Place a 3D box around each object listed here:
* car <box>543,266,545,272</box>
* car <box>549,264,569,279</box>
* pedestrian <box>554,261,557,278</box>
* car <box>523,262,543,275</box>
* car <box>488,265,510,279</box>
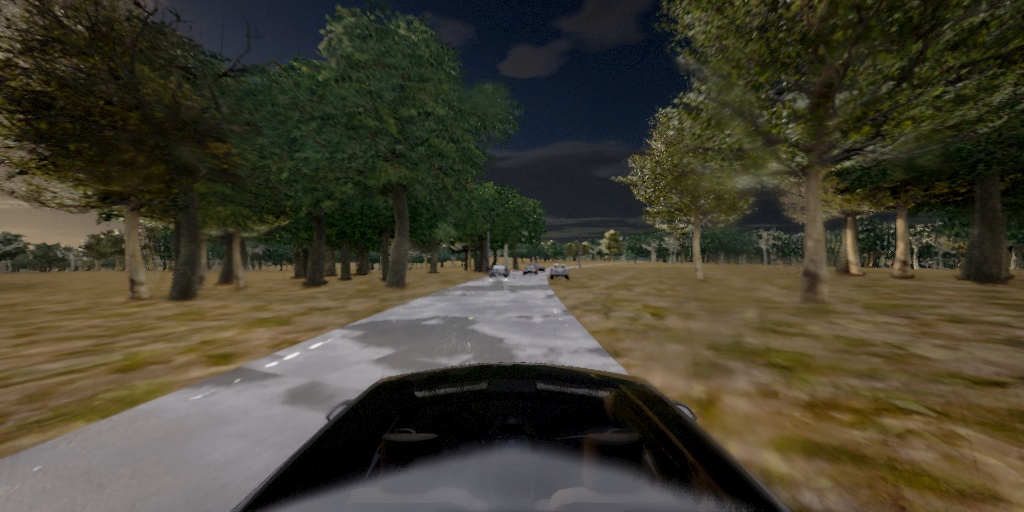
[{"bbox_3d":[4.775,2.159,62.692,1.895,1.301,4.718,0,-1,10],"label":"car"},{"bbox_3d":[4.884,1.553,37.273,1.970,1.475,3.806,0,-1,5],"label":"car"},{"bbox_3d":[4.813,1.451,39.653,0.375,1.860,0.375,-1,0,-9],"label":"pedestrian"},{"bbox_3d":[2.536,1.837,47.949,2.033,1.411,5.357,0,-1,9],"label":"car"},{"bbox_3d":[-1.304,1.660,38.657,1.812,1.442,4.674,0,-1,6],"label":"car"}]
